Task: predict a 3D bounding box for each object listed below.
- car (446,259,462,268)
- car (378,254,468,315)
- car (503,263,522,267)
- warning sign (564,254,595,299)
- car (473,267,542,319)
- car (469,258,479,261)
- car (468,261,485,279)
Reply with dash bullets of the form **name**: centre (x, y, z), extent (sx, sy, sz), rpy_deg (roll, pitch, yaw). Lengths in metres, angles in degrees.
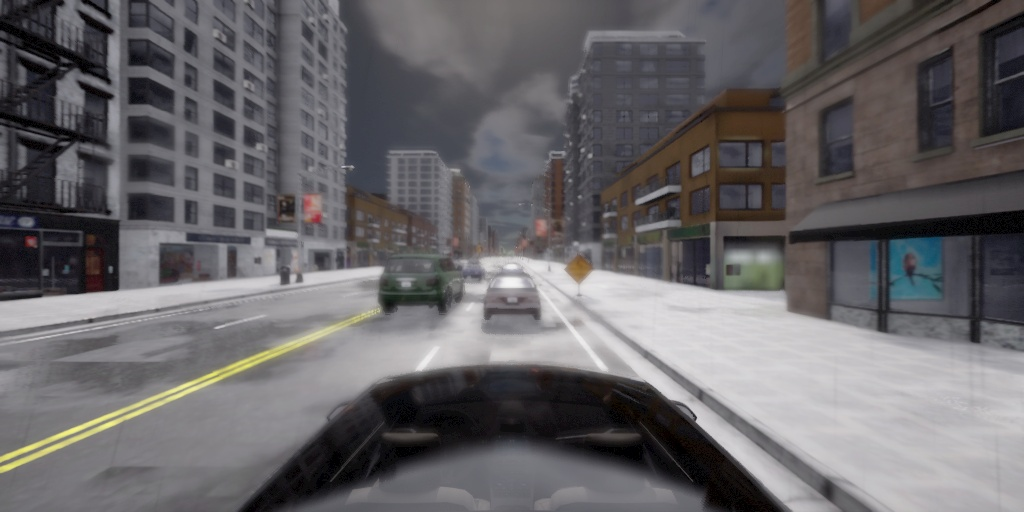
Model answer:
- **car**: centre (-9.782, 1.238, 60.913), extent (1.895, 1.301, 4.718), rpy_deg (0, 0, 1)
- **car**: centre (-3.210, 0.949, 13.664), extent (2.150, 2.045, 5.566), rpy_deg (0, 0, 1)
- **car**: centre (0.031, 1.248, 27.601), extent (2.033, 1.411, 5.357), rpy_deg (0, 0, 1)
- **warning sign**: centre (2.852, 0.839, 15.214), extent (1.300, 1.860, 1.060), rpy_deg (0, 0, 0)
- **car**: centre (0.029, 1.276, 12.602), extent (2.033, 1.411, 5.357), rpy_deg (0, 0, 1)
- **car**: centre (-6.536, 1.140, 60.994), extent (1.837, 1.490, 4.892), rpy_deg (0, 0, 1)
- **car**: centre (-3.205, 1.298, 29.150), extent (1.895, 1.301, 4.718), rpy_deg (0, 0, 1)
